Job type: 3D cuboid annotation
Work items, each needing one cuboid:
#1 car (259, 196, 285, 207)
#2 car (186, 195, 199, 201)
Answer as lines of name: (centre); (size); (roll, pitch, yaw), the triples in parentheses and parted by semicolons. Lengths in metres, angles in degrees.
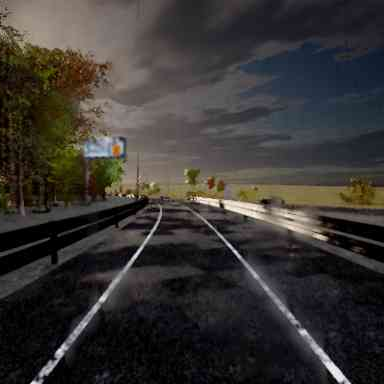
car: (11.651, 1.346, 48.812); (2.128, 1.511, 4.902); (0, 0, -20)
car: (0.090, 1.507, 79.783); (1.994, 1.385, 4.181); (0, 0, -20)
